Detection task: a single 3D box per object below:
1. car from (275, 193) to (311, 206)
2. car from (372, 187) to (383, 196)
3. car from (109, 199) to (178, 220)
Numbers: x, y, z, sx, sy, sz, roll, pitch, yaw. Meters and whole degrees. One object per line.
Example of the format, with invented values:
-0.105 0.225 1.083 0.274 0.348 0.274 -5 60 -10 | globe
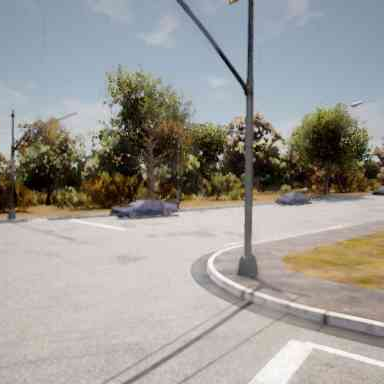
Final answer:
11.122 0.763 36.698 4.181 1.385 1.994 -3 2 -33 | car
27.201 -0.141 45.567 5.357 1.411 2.033 -3 2 -24 | car
-3.576 1.263 25.562 5.357 1.411 2.033 -1 1 -41 | car
